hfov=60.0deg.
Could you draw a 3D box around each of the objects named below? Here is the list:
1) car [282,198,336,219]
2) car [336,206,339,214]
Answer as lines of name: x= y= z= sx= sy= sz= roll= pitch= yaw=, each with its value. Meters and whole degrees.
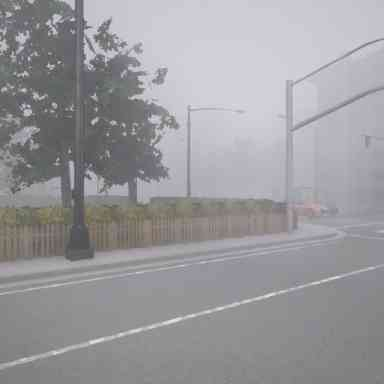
car: x=9.849 y=1.352 z=29.547 sx=2.097 sy=1.767 sz=4.553 roll=0 pitch=0 yaw=-35
car: x=12.150 y=1.564 z=32.719 sx=1.994 sy=1.385 sz=4.181 roll=0 pitch=0 yaw=-35
